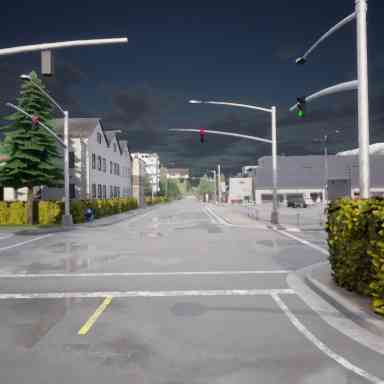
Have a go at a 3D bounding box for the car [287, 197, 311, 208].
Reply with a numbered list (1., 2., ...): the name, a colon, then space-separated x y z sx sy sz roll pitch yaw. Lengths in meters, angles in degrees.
1. car: 15.442 1.629 49.125 2.007 1.523 4.514 -1 -1 0

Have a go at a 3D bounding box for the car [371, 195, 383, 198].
1. car: 19.127 1.183 31.256 1.905 1.878 3.866 -1 -1 0

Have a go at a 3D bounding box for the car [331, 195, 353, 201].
1. car: 25.504 1.398 56.519 2.152 1.636 5.027 -1 -1 0

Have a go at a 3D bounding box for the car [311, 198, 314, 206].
1. car: 19.090 1.573 56.182 1.970 1.475 3.806 -1 -1 0
